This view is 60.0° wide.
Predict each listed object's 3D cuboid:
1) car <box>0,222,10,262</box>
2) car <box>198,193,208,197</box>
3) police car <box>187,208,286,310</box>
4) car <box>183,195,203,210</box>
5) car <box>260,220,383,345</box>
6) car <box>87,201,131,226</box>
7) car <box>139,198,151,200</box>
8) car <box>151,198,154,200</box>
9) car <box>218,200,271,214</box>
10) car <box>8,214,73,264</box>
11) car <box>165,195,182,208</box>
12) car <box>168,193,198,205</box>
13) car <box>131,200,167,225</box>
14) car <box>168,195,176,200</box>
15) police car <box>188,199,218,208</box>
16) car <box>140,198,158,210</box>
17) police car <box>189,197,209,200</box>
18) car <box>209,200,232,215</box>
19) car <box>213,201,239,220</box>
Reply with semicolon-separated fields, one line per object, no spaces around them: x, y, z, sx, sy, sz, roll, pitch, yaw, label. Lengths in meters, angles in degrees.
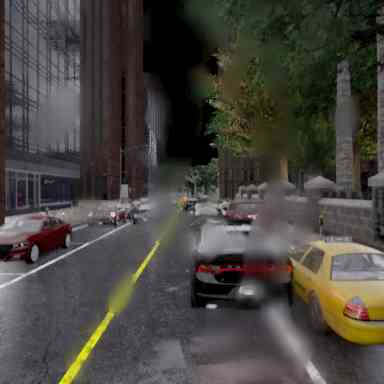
-5.750;1.540;6.395;1.887;1.381;4.507;0;0;0;car
2.907;1.426;76.549;1.967;1.590;4.097;0;0;0;car
0.916;1.421;8.044;1.930;1.638;5.238;0;0;0;police car
0.081;1.490;42.788;1.837;1.490;4.892;0;0;0;car
2.775;1.521;6.553;1.752;1.417;4.829;0;0;0;car
-5.719;1.430;22.766;1.967;1.590;4.097;0;0;0;car
-5.699;1.532;33.680;1.887;1.381;4.507;0;0;0;car
-5.689;1.426;39.138;1.967;1.590;4.097;0;0;0;car
2.796;1.307;17.297;2.192;1.841;5.009;0;0;0;car
-5.740;1.538;11.852;1.887;1.381;4.507;0;0;0;car
-2.909;1.549;47.942;1.994;1.385;4.181;0;0;0;car
-1.480;1.460;53.890;1.882;1.535;5.008;1;0;-38;car
-3.053;1.515;24.024;1.812;1.442;4.674;0;0;0;car
-5.588;1.571;92.877;1.802;1.307;4.206;0;0;0;car
0.916;1.417;18.045;1.930;1.638;5.238;0;0;0;police car
-5.679;1.510;44.424;1.752;1.417;4.829;0;0;0;car
0.946;1.415;24.045;1.930;1.638;5.238;0;0;0;police car
2.826;1.553;33.666;1.947;1.339;4.313;0;0;0;car
2.816;1.514;28.380;1.752;1.417;4.829;0;0;0;car
